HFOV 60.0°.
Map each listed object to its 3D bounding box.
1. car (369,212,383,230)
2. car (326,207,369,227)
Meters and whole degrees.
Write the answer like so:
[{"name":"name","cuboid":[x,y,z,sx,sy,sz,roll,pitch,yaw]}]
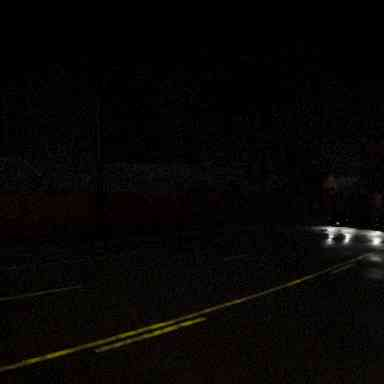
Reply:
[{"name":"car","cuboid":[14.027,1.793,22.615,1.837,1.490,4.892,-1,-1,45]},{"name":"car","cuboid":[12.389,1.895,25.940,2.033,1.411,5.357,-1,-1,45]}]
